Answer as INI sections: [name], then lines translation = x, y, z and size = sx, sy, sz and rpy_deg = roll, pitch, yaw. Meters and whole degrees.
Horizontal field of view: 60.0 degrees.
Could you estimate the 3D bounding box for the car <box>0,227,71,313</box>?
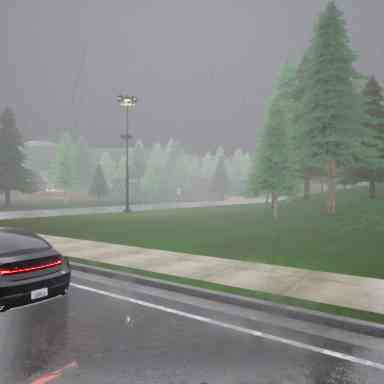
[car]
translation = -4.605, 1.505, 7.153
size = 4.892, 1.490, 1.837
rpy_deg = 0, 0, 35
